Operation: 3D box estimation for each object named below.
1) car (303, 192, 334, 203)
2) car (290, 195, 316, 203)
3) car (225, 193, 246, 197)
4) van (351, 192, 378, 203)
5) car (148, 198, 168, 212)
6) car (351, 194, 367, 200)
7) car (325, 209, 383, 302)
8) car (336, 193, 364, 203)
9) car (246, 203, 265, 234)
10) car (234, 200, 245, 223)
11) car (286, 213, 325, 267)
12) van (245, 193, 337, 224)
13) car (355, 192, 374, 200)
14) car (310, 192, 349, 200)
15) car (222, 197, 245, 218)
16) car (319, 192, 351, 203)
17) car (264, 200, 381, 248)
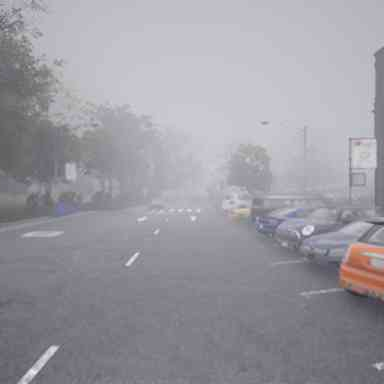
[{"bbox_3d":[24.205,1.049,63.837,2.435,2.045,5.566,0,-1,-21],"label":"car"},{"bbox_3d":[21.182,1.330,63.766,2.163,1.488,4.792,0,-1,-21],"label":"car"},{"bbox_3d":[5.501,1.137,30.768,5.566,2.045,2.435,1,0,-20],"label":"car"},{"bbox_3d":[33.243,1.074,64.122,1.878,1.987,4.442,0,-1,-21],"label":"van"},{"bbox_3d":[-3.811,1.435,38.122,2.033,1.411,5.357,0,0,1],"label":"car"},{"bbox_3d":[21.439,1.373,46.820,2.163,1.488,4.792,-1,1,-21],"label":"car"},{"bbox_3d":[5.355,1.332,6.712,4.553,1.767,2.185,1,0,-20],"label":"car"},{"bbox_3d":[30.262,1.174,63.981,2.185,1.767,4.553,1,-1,-21],"label":"car"},{"bbox_3d":[5.426,1.430,15.732,5.008,1.535,2.097,1,0,-20],"label":"car"},{"bbox_3d":[5.462,1.453,21.734,4.674,1.452,2.002,1,0,-20],"label":"car"},{"bbox_3d":[5.404,1.488,9.720,4.674,1.452,2.002,1,0,-20],"label":"car"},{"bbox_3d":[5.558,1.197,18.776,4.442,1.987,1.878,1,0,-20],"label":"van"},{"bbox_3d":[24.405,1.092,46.889,2.435,2.045,5.566,-1,1,-21],"label":"car"},{"bbox_3d":[18.523,1.093,46.714,2.435,2.045,5.566,0,1,-21],"label":"car"},{"bbox_3d":[5.290,1.400,24.676,5.366,1.575,1.946,1,0,-20],"label":"car"},{"bbox_3d":[27.266,1.048,63.863,2.435,2.045,5.566,1,-1,-21],"label":"car"},{"bbox_3d":[5.453,1.314,12.728,4.553,1.767,2.185,1,0,-20],"label":"car"}]
